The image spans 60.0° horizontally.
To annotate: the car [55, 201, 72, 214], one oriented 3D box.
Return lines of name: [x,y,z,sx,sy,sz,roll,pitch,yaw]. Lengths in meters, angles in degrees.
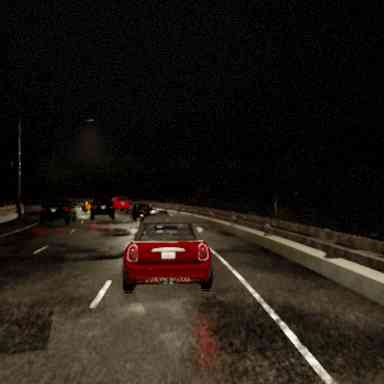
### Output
car: [-16.435,1.968,42.543,1.837,1.490,4.892,0,-1,-23]

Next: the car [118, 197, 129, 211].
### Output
car: [-10.140,1.711,45.765,2.150,2.045,5.566,0,-1,-25]

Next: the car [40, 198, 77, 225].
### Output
car: [-10.939,1.519,27.484,2.150,2.045,5.566,0,-1,-12]

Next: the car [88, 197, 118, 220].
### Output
car: [-8.895,1.576,32.826,2.150,2.045,5.566,0,-1,-18]

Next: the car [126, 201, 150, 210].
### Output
car: [-4.695,1.837,30.891,1.837,1.490,4.892,0,0,-16]

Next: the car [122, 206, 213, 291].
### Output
car: [-0.715,1.453,9.505,2.097,1.767,4.553,0,-1,-5]

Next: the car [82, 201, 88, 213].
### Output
car: [-13.781,1.967,45.164,1.882,1.535,5.008,0,-1,-25]

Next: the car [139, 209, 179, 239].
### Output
car: [-2.058,1.771,19.377,1.994,1.385,4.181,0,-1,-10]
